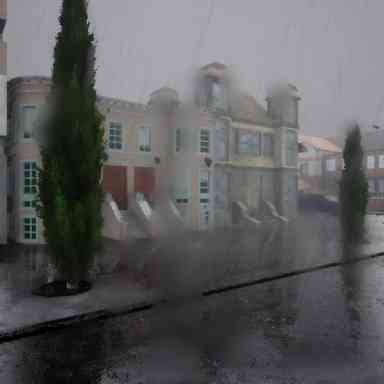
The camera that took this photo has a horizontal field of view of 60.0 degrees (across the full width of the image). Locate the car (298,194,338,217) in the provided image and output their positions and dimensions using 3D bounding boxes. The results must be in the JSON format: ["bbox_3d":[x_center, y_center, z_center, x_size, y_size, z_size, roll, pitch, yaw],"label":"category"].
[{"bbox_3d":[12.386,1.220,31.331,2.150,2.045,5.566,0,0,-36],"label":"car"}]
